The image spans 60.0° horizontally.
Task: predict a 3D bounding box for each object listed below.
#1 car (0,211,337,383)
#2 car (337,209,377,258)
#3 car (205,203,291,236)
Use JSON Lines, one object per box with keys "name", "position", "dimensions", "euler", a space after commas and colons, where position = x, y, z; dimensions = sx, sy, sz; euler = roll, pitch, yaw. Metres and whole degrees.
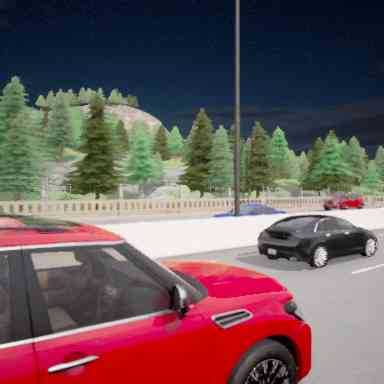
{"name": "car", "position": [-1.388, 1.221, 2.757], "dimensions": [5.566, 2.045, 2.150], "euler": [0, 0, -36]}
{"name": "car", "position": [4.311, 1.498, 11.124], "dimensions": [4.892, 1.490, 1.837], "euler": [0, 0, -36]}
{"name": "car", "position": [3.324, 1.467, 19.262], "dimensions": [5.008, 1.535, 1.882], "euler": [0, 0, -35]}
